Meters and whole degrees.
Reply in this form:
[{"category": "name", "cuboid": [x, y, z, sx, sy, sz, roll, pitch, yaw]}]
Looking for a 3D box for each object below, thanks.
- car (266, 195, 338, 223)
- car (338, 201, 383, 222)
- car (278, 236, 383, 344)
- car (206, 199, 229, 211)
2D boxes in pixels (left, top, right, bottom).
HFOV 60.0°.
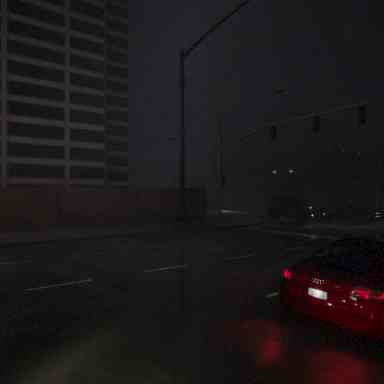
[{"category": "car", "cuboid": [8.186, 1.222, 26.175, 2.150, 2.045, 5.566, 0, 0, -27]}, {"category": "car", "cuboid": [12.852, 1.507, 26.592, 1.837, 1.490, 4.892, 0, -1, -36]}, {"category": "car", "cuboid": [3.614, 1.564, 6.376, 4.181, 1.385, 1.994, 0, 0, -35]}, {"category": "car", "cuboid": [2.570, 1.564, 40.843, 1.994, 1.385, 4.181, 0, 0, -36]}]
